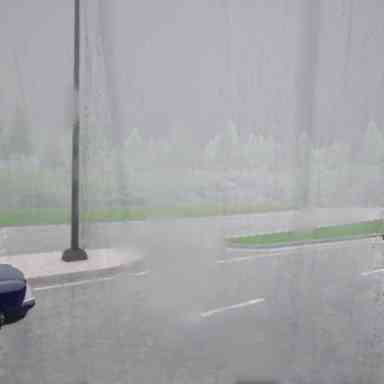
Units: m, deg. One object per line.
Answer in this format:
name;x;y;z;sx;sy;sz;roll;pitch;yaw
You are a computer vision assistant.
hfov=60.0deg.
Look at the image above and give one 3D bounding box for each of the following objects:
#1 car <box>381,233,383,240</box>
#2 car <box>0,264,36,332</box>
car;10.757;1.697;14.970;5.357;1.411;2.033;1;0;-32
car;-4.823;1.589;4.605;4.718;1.301;1.895;1;0;-35
